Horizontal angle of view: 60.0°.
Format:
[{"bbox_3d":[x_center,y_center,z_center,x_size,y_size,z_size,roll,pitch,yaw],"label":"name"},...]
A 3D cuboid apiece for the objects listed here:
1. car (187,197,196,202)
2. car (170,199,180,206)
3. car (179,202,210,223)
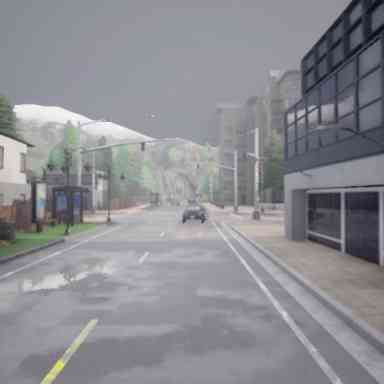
[{"bbox_3d":[-0.028,2.024,77.992,2.097,1.767,4.553,0,-1,0],"label":"car"},{"bbox_3d":[-3.525,2.302,70.956,2.128,1.511,4.902,0,-1,0],"label":"car"},{"bbox_3d":[0.385,1.843,28.836,1.812,1.442,4.674,0,0,9],"label":"car"}]
